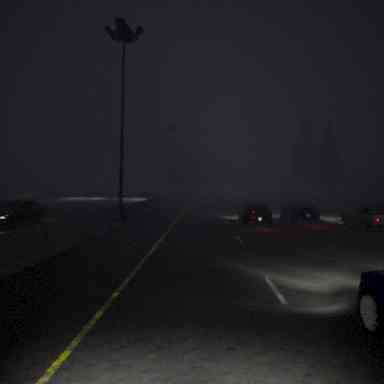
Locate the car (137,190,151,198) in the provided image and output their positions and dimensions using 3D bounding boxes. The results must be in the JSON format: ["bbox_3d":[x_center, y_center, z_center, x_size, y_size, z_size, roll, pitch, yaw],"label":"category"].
[{"bbox_3d":[-8.674,0.354,60.032,1.895,1.301,4.718,1,2,2],"label":"car"}]

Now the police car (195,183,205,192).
[{"bbox_3d":[1.877,-0.964,93.004,1.930,1.638,5.238,1,3,2],"label":"police car"}]

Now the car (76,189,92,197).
[{"bbox_3d":[-19.175,0.189,59.941,1.895,1.301,4.718,1,2,2],"label":"car"}]

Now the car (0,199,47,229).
[{"bbox_3d":[-10.083,1.165,18.963,1.837,1.490,4.892,1,1,2],"label":"car"}]

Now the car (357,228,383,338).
[{"bbox_3d":[3.694,1.516,3.613,1.882,1.535,5.008,1,0,1],"label":"car"}]

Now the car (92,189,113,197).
[{"bbox_3d":[-15.679,0.137,59.976,2.128,1.511,4.902,1,2,2],"label":"car"}]

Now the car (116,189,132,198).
[{"bbox_3d":[-12.182,0.180,59.805,1.882,1.535,5.008,1,2,2],"label":"car"}]

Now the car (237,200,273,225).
[{"bbox_3d":[4.242,1.344,22.770,1.837,1.490,4.892,1,1,2],"label":"car"}]

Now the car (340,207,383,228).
[{"bbox_3d":[11.186,1.577,21.016,1.895,1.301,4.718,1,1,2],"label":"car"}]

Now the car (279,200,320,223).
[{"bbox_3d":[7.800,1.345,24.527,1.882,1.535,5.008,1,1,2],"label":"car"}]
